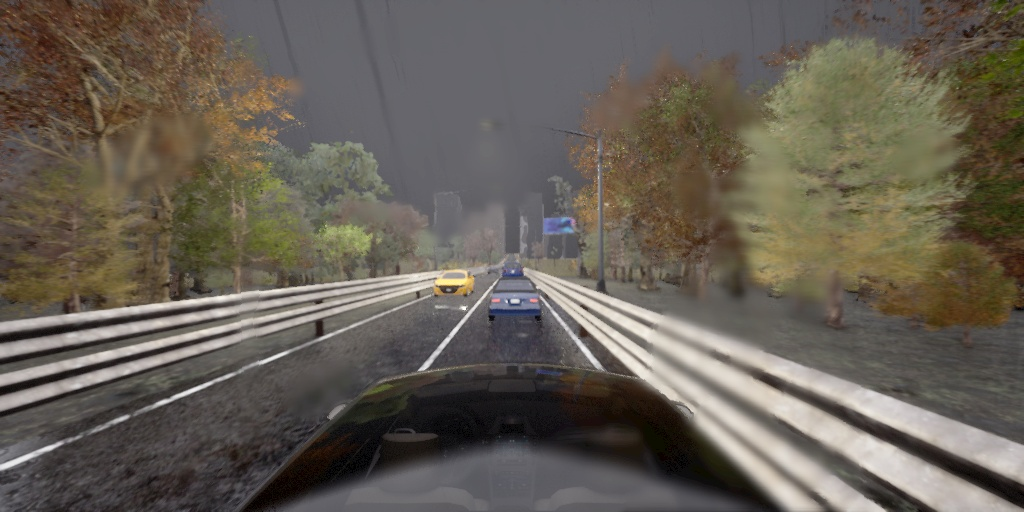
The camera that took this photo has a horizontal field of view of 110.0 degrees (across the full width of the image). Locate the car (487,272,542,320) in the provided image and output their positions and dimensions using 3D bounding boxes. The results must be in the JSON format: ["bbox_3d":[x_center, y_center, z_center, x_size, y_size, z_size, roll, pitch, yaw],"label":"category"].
[{"bbox_3d":[0.098,1.497,13.650,2.033,1.411,5.357,0,-1,0],"label":"car"}]

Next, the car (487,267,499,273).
[{"bbox_3d":[-3.302,2.553,62.410,2.033,1.411,5.357,0,-1,1],"label":"car"}]

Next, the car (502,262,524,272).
[{"bbox_3d":[0.099,1.692,37.933,2.150,2.045,5.566,0,-1,0],"label":"car"}]

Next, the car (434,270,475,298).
[{"bbox_3d":[-3.350,1.588,21.473,1.882,1.535,5.008,0,-1,0],"label":"car"}]
